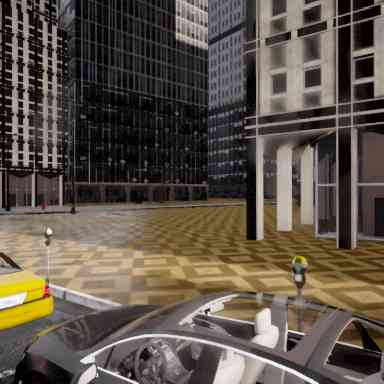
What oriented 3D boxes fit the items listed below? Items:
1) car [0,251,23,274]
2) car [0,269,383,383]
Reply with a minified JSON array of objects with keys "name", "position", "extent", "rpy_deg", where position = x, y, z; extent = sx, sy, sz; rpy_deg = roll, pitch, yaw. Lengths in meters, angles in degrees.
[{"name":"car","position":[-4.480,1.525,6.079],"extent":[4.829,1.417,1.752],"rpy_deg":[0,0,36]},{"name":"car","position":[0.273,1.551,2.683],"extent":[4.403,1.369,2.008],"rpy_deg":[0,0,36]}]
